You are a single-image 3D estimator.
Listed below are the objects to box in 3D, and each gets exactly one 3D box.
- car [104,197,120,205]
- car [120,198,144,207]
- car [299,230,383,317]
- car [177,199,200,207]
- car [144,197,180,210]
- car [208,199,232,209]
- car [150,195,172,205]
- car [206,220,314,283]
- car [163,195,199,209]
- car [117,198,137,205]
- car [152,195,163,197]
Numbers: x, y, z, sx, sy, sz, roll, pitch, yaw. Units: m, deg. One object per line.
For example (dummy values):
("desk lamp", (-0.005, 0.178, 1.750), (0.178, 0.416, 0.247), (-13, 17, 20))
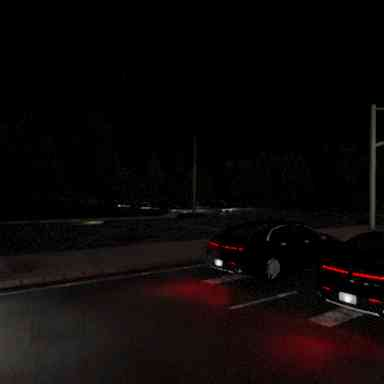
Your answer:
("car", (-15.731, 1.788, 65.165), (2.128, 1.511, 4.902), (1, 0, -34))
("car", (-9.962, 1.896, 56.820), (1.895, 1.301, 4.718), (1, 0, -35))
("car", (4.641, 1.597, 7.083), (4.892, 1.490, 1.837), (1, -1, -35))
("car", (-0.692, 2.021, 61.916), (1.895, 1.301, 4.718), (1, 0, -35))
("car", (-4.472, 1.841, 48.956), (2.033, 1.411, 5.357), (1, 0, -35))
("car", (4.522, 1.945, 54.453), (1.812, 1.442, 4.674), (1, 0, -35))
("car", (-6.655, 1.647, 70.545), (2.150, 2.045, 5.566), (1, 0, -35))
("car", (2.666, 1.598, 9.973), (4.892, 1.490, 1.837), (1, 0, -35))
("car", (-1.705, 1.557, 51.096), (2.150, 2.045, 5.566), (1, 0, -36))
("car", (-13.364, 1.884, 67.915), (2.033, 1.411, 5.357), (1, 0, -35))
("car", (-7.367, 1.842, 59.230), (1.837, 1.490, 4.892), (1, 0, -35))
